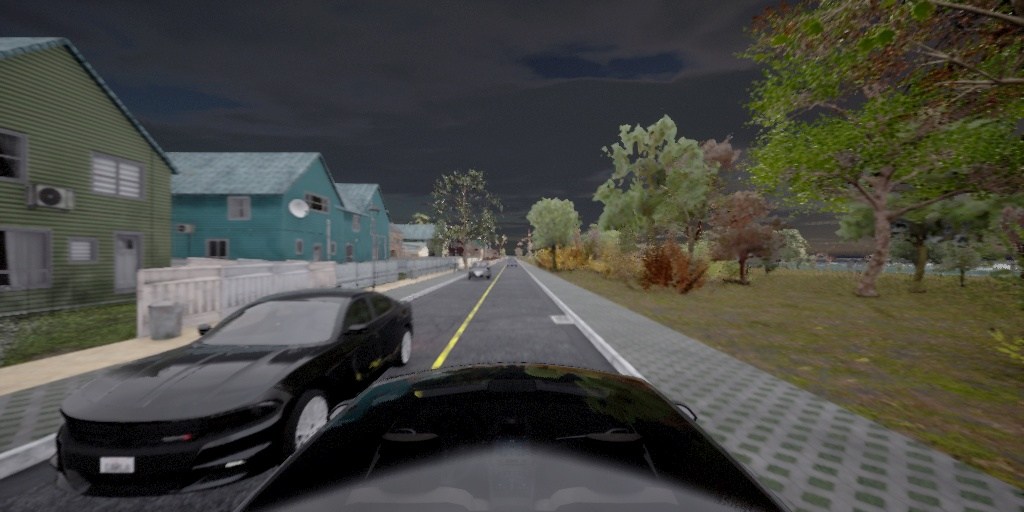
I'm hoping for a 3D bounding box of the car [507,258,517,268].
[{"bbox_3d":[0.016,1.307,63.792,2.033,1.411,5.357,0,0,0],"label":"car"}]

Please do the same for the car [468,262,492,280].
[{"bbox_3d":[-2.742,1.258,31.572,2.128,1.511,4.902,0,0,0],"label":"car"}]

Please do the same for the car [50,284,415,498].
[{"bbox_3d":[-2.837,1.228,5.073,1.882,1.535,5.008,0,0,0],"label":"car"}]
